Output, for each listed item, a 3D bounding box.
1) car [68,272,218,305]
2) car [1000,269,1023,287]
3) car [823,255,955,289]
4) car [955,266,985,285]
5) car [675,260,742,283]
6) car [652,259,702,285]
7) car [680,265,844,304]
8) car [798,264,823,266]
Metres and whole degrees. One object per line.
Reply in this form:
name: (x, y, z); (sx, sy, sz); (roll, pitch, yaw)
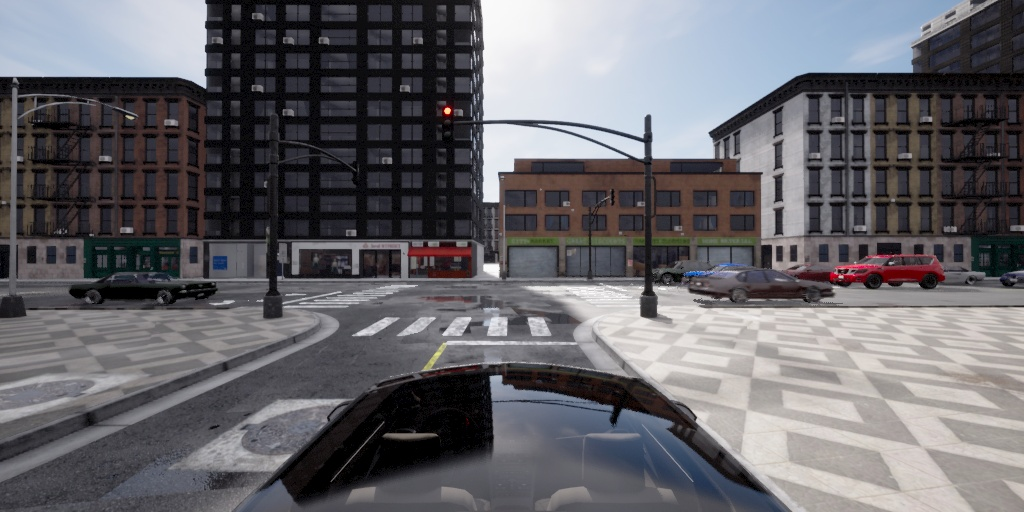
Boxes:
car: (-15.436, 1.337, 15.236); (4.718, 1.301, 1.895); (0, 0, 0)
car: (33.245, 1.219, 22.102); (4.674, 1.442, 1.812); (0, 0, 0)
car: (23.022, 0.936, 22.076); (5.566, 2.045, 2.150); (0, 0, 0)
car: (29.988, 1.327, 25.340); (4.718, 1.301, 1.895); (0, 0, 0)
car: (13.096, 1.213, 22.031); (5.008, 1.535, 1.882); (0, 0, -2)
car: (11.957, 1.116, 25.289); (4.553, 1.767, 2.097); (0, 0, 0)
car: (10.474, 1.233, 15.331); (5.357, 1.411, 2.033); (0, 0, 0)
car: (20.784, 1.272, 25.303); (4.674, 1.442, 1.812); (0, 0, 0)
